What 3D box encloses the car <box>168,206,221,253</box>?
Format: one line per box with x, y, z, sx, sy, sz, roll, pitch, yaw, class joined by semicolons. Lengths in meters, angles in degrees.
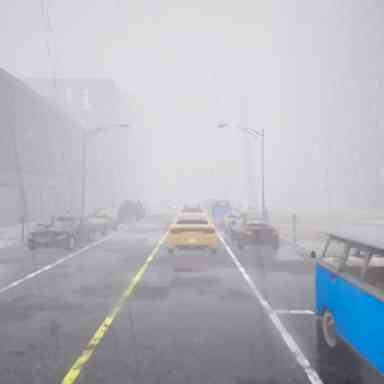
0.018;1.617;14.475;1.882;1.535;5.008;0;0;0;car

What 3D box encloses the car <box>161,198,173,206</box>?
-5.616;2.229;70.520;1.887;1.381;4.507;1;-1;0;car

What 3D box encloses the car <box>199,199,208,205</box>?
2.774;2.345;81.651;2.008;1.369;4.403;1;-1;0;car

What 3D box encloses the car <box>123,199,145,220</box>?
-5.647;1.618;31.536;2.192;1.841;5.009;1;-1;0;car

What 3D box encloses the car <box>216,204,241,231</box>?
2.720;1.723;20.556;1.752;1.417;4.829;1;-1;0;car

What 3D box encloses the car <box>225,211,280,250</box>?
2.714;1.725;14.816;1.802;1.307;4.206;1;-1;0;car

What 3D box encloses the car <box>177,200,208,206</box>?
0.030;1.774;29.293;2.128;1.511;4.902;0;0;0;car

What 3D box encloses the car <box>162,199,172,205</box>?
-5.611;2.305;76.090;1.947;1.339;4.313;1;-1;0;car

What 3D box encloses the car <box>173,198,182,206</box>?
-2.936;2.210;71.003;2.128;1.511;4.902;0;-1;0;car

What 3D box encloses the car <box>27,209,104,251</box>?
-5.666;1.693;14.825;2.008;1.369;4.403;1;-1;0;car

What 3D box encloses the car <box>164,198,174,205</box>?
-5.605;2.234;81.660;1.967;1.590;4.097;1;-1;0;car

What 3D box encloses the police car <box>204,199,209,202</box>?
3.176;1.885;47.693;1.930;1.638;5.238;0;-1;0;police car

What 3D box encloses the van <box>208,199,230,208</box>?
2.732;1.644;31.528;1.690;1.788;3.998;1;-1;0;van

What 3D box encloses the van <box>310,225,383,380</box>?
2.708;1.378;3.681;1.690;1.788;3.998;1;-1;0;van

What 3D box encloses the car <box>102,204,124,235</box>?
-5.661;1.719;20.226;1.752;1.417;4.829;1;-1;0;car
